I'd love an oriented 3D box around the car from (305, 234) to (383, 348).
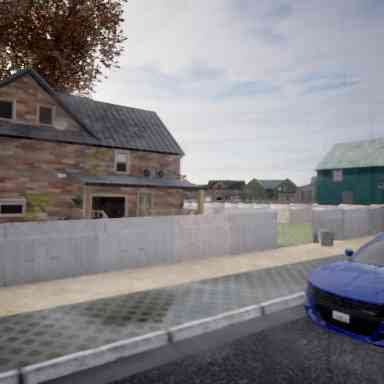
[{"bbox_3d":[4.164,1.514,6.134,5.008,1.535,1.882,1,0,-35],"label":"car"}]
